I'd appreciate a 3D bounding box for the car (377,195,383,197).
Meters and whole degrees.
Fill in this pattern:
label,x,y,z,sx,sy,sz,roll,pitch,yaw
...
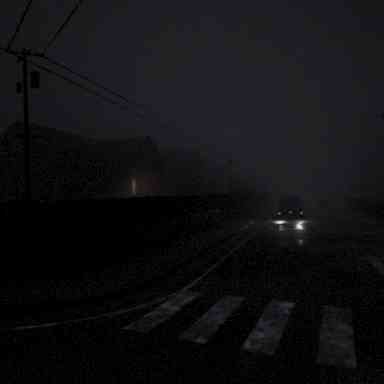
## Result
label,x,y,z,sx,sy,sz,roll,pitch,yaw
car,30.232,1.244,53.739,4.902,1.511,2.128,-2,-1,33

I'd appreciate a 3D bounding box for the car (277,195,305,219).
label,x,y,z,sx,sy,sz,roll,pitch,yaw
car,9.145,1.345,30.599,2.150,2.045,5.566,-2,-1,19

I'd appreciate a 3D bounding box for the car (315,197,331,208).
label,x,y,z,sx,sy,sz,roll,pitch,yaw
car,18.980,1.497,48.199,1.882,1.535,5.008,-2,-1,19
